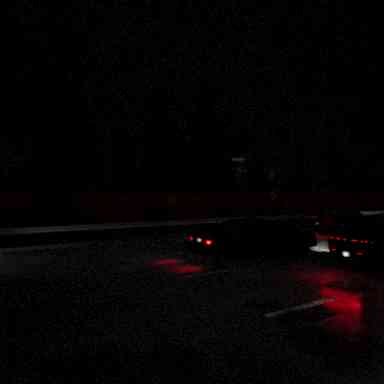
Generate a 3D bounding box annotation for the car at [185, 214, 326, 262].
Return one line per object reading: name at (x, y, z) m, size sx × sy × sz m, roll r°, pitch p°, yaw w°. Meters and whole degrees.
car at (2.410, 1.730, 12.837) m, size 5.357 × 1.411 × 2.033 m, roll 0°, pitch -1°, yaw -30°

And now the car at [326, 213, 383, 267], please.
car at (6.756, 1.628, 11.322) m, size 4.892 × 1.490 × 1.837 m, roll 0°, pitch -1°, yaw -30°

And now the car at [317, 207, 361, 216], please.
car at (9.608, 1.726, 21.079) m, size 5.008 × 1.535 × 1.882 m, roll 0°, pitch -1°, yaw -30°
